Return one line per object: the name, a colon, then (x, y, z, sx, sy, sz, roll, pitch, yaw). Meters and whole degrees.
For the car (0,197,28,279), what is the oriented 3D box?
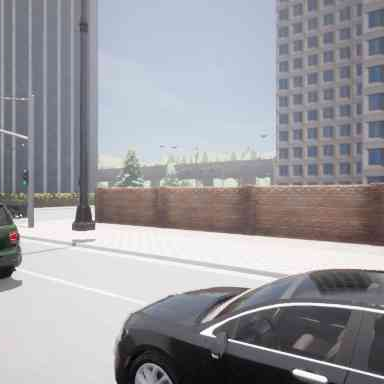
car: (-6.715, 1.221, 8.752, 5.566, 2.045, 2.150, 0, 0, 35)

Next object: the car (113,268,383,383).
car: (1.368, 1.505, 3.016, 4.892, 1.490, 1.837, 0, 0, 35)

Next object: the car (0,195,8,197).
car: (-15.920, 1.221, 26.964, 2.150, 2.045, 5.566, 0, 0, 35)
